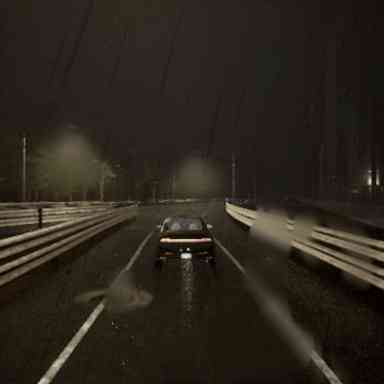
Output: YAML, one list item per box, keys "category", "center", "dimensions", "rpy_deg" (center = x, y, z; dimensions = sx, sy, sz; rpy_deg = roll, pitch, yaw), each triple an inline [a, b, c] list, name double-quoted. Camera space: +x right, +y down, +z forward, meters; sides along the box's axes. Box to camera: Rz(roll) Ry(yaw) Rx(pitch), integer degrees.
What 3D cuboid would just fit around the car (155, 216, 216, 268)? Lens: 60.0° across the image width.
- category: "car"
  center: [-0.254, 1.607, 11.780]
  dimensions: [2.128, 1.511, 4.902]
  rpy_deg: [0, 0, -2]
